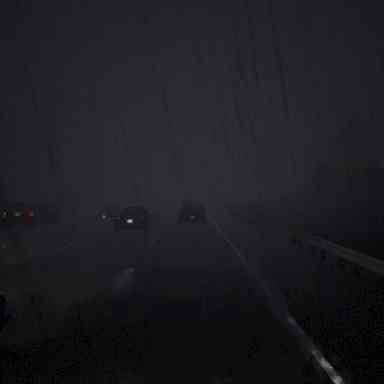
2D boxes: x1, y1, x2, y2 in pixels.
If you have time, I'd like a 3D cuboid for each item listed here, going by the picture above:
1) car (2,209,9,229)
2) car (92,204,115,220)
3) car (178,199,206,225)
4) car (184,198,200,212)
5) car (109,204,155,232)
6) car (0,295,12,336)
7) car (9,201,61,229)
[{"bbox_3d":[-6.937,1.374,8.263,2.097,1.767,4.553,0,0,0],"label":"car"},{"bbox_3d":[-6.992,1.664,28.651,1.895,1.301,4.718,0,0,0],"label":"car"},{"bbox_3d":[0.021,1.526,24.382,1.882,1.535,5.008,0,0,0],"label":"car"},{"bbox_3d":[-0.036,1.560,41.353,1.882,1.535,5.008,0,0,0],"label":"car"},{"bbox_3d":[-3.466,1.608,20.503,1.994,1.385,4.181,0,0,0],"label":"car"},{"bbox_3d":[-3.423,1.609,2.457,1.895,1.301,4.718,0,0,0],"label":"car"},{"bbox_3d":[-10.472,1.404,22.101,2.097,1.767,4.553,0,0,0],"label":"car"}]
